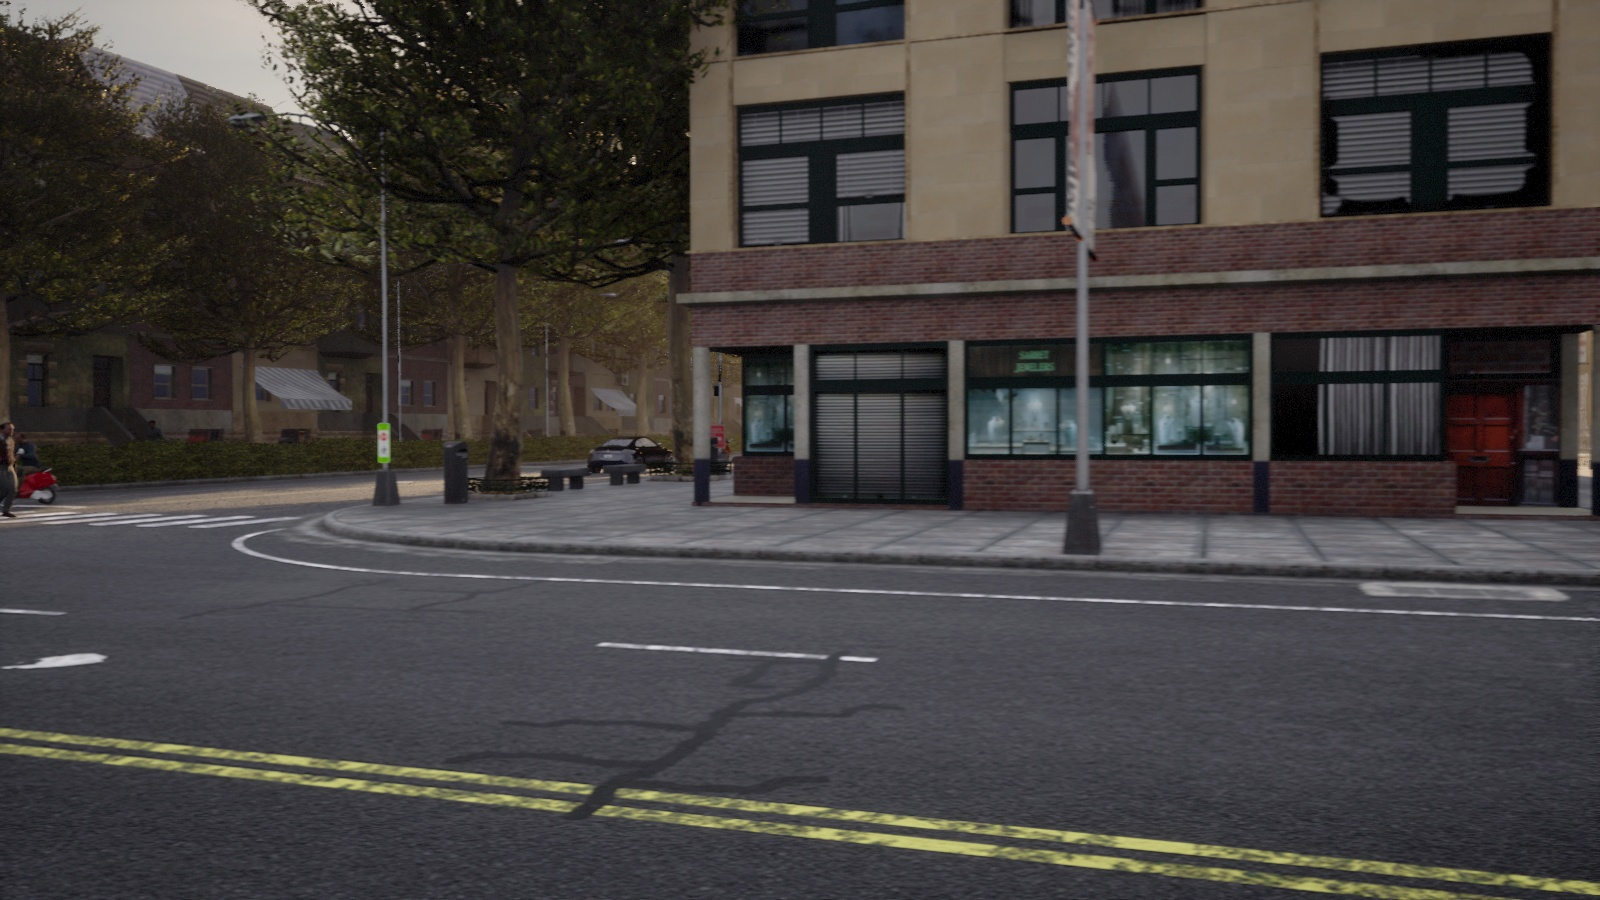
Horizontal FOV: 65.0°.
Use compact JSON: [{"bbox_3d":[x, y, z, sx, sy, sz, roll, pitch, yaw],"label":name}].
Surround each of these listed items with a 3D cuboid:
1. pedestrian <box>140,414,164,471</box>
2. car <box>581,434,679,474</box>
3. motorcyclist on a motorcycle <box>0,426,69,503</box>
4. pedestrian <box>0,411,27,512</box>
[{"bbox_3d":[-21.226,-0.257,41.137,0.353,1.847,0.614,0,1,13],"label":"pedestrian"},{"bbox_3d":[-6.306,0.112,47.029,1.994,1.385,4.181,1,1,19],"label":"car"},{"bbox_3d":[-16.714,0.288,26.778,0.866,1.590,1.817,0,1,20],"label":"motorcyclist on a motorcycle"},{"bbox_3d":[-14.725,0.205,23.206,0.720,1.854,0.376,1,1,18],"label":"pedestrian"}]
